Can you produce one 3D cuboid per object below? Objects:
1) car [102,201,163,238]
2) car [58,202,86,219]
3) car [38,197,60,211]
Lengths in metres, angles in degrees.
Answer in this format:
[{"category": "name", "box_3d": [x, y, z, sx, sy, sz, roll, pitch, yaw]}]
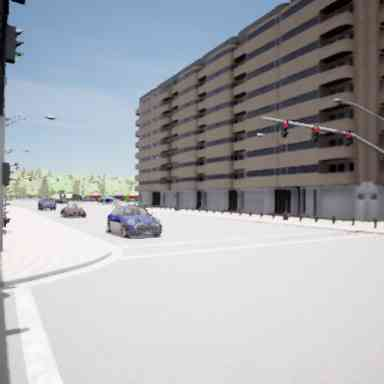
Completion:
[{"category": "car", "box_3d": [-3.438, 1.603, 19.410, 2.097, 1.767, 4.553, 1, -1, -31]}, {"category": "car", "box_3d": [-12.271, 1.993, 34.335, 1.994, 1.385, 4.181, 1, -1, -31]}, {"category": "car", "box_3d": [-22.848, 1.889, 52.409, 2.150, 2.045, 5.566, 1, -1, -31]}]
